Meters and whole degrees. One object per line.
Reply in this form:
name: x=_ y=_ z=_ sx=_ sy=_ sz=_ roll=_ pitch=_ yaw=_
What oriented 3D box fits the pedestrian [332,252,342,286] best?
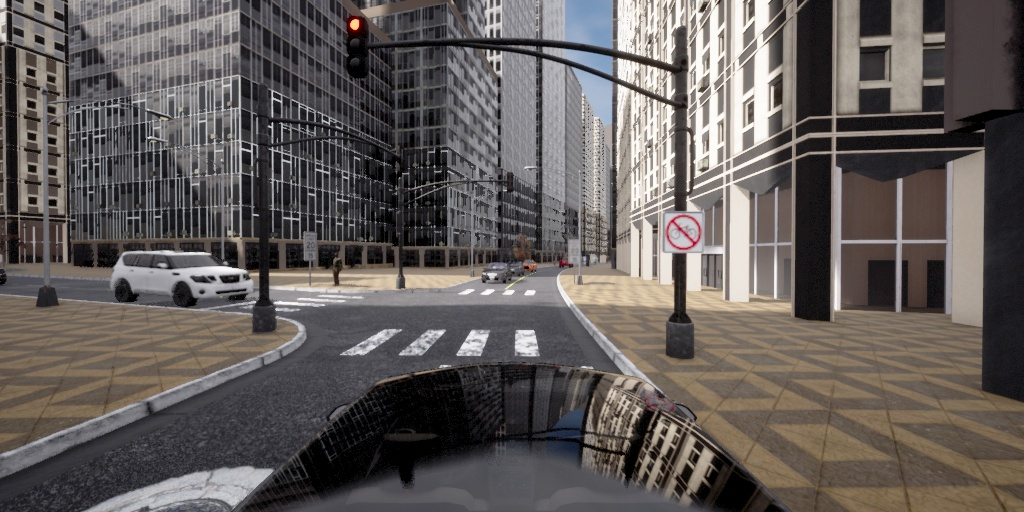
pedestrian: x=-9.523 y=0.716 z=19.442 sx=0.375 sy=1.860 sz=0.375 roll=0 pitch=0 yaw=16

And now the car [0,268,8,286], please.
car: x=-29.574 y=0.855 z=19.215 sx=4.902 sy=1.511 sz=2.128 roll=1 pitch=1 yaw=17

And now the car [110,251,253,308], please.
car: x=-13.298 y=0.817 z=14.442 sx=5.566 sy=2.045 sz=2.150 roll=1 pitch=1 yaw=16

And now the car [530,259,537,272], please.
car: x=2.008 y=1.219 z=47.435 sx=2.097 sy=1.767 sz=4.553 roll=0 pitch=0 yaw=12

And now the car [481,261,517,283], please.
car: x=-1.117 y=1.276 z=28.175 sx=2.128 sy=1.511 sz=4.902 roll=0 pitch=0 yaw=7

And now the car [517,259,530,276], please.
car: x=0.229 y=1.311 z=37.657 sx=2.128 sy=1.511 sz=4.902 roll=0 pitch=0 yaw=9
